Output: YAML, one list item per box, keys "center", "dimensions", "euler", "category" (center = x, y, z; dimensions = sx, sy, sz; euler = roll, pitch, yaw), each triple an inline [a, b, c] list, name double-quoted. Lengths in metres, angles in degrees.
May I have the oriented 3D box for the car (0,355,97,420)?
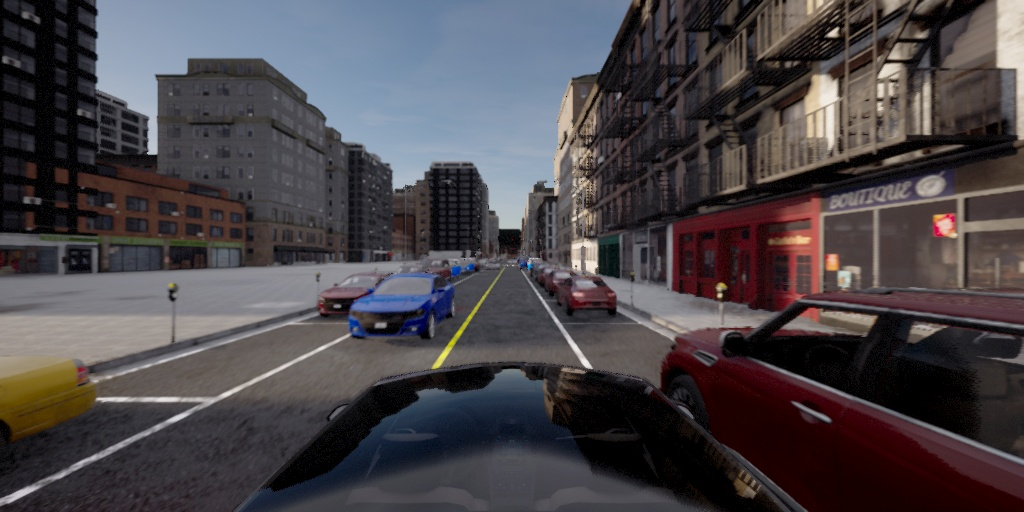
- center: [-5.389, 1.273, 1.756]
  dimensions: [1.751, 1.417, 4.829]
  euler: [0, 0, 0]
  category: "car"

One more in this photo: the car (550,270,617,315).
- center: [2.645, 1.347, 13.279]
  dimensions: [1.802, 1.307, 4.207]
  euler: [0, 0, 0]
  category: "car"

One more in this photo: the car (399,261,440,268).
- center: [-5.376, 1.207, 18.966]
  dimensions: [1.967, 1.591, 4.097]
  euler: [0, 0, 0]
  category: "car"

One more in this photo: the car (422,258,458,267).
- center: [-5.371, 1.089, 24.646]
  dimensions: [2.192, 1.841, 5.009]
  euler: [0, 0, 0]
  category: "car"

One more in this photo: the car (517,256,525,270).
- center: [2.311, 1.038, 55.509]
  dimensions: [2.150, 2.045, 5.566]
  euler: [0, 0, 0]
  category: "car"

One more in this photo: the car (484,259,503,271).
- center: [-2.779, 1.411, 52.130]
  dimensions: [1.895, 1.301, 4.718]
  euler: [0, 0, 0]
  category: "car"

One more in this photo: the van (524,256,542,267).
- center: [2.668, 1.141, 41.679]
  dimensions: [1.690, 1.789, 3.998]
  euler: [0, 0, 0]
  category: "van"

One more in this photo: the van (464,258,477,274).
- center: [-5.357, 1.137, 41.686]
  dimensions: [1.690, 1.789, 3.998]
  euler: [0, 0, 0]
  category: "van"

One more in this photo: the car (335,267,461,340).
- center: [-2.835, 1.236, 10.245]
  dimensions: [1.882, 1.535, 5.008]
  euler: [0, 0, 0]
  category: "car"

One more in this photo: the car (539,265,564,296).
- center: [2.650, 1.354, 18.960]
  dimensions: [1.802, 1.307, 4.207]
  euler: [0, 0, 0]
  category: "car"

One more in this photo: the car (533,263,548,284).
- center: [2.654, 1.361, 24.639]
  dimensions: [1.802, 1.307, 4.207]
  euler: [0, 0, 0]
  category: "car"

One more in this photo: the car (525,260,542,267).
- center: [2.663, 1.359, 36.000]
  dimensions: [1.948, 1.339, 4.313]
  euler: [0, 0, 0]
  category: "car"

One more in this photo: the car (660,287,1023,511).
- center: [2.636, 1.066, 1.920]
  dimensions: [2.192, 1.841, 5.009]
  euler: [0, 0, 0]
  category: "car"

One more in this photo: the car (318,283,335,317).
- center: [-5.380, 1.305, 13.286]
  dimensions: [1.888, 1.381, 4.507]
  euler: [0, 0, 0]
  category: "car"

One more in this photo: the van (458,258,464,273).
- center: [-5.366, 1.122, 30.326]
  dimensions: [1.690, 1.789, 3.998]
  euler: [0, 0, 0]
  category: "van"

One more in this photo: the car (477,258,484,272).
- center: [-5.353, 1.118, 47.366]
  dimensions: [2.192, 1.841, 5.009]
  euler: [0, 0, 0]
  category: "car"

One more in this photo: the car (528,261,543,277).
- center: [2.659, 1.336, 30.319]
  dimensions: [2.007, 1.370, 4.403]
  euler: [0, 0, 0]
  category: "car"
